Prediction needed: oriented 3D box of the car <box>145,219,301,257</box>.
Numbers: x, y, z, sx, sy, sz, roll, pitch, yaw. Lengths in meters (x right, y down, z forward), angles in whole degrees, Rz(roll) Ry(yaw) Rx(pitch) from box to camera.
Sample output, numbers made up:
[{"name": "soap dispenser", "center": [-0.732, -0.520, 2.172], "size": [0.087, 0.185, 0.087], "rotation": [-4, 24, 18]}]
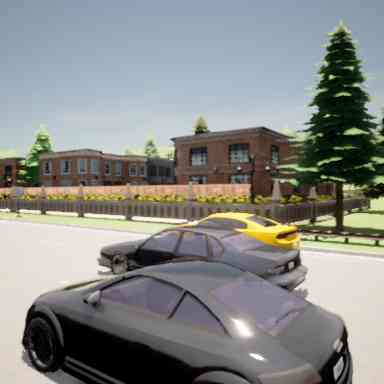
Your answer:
[{"name": "car", "center": [-0.002, 1.551, 8.294], "size": [5.357, 1.411, 2.033], "rotation": [0, 0, 36]}]

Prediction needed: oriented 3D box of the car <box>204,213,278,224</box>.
[{"name": "car", "center": [1.191, 1.481, 11.743], "size": [5.008, 1.535, 1.882], "rotation": [0, 0, 36]}]

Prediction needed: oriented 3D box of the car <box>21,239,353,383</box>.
[{"name": "car", "center": [-0.296, 1.566, 4.204], "size": [4.181, 1.385, 1.994], "rotation": [0, 0, 36]}]
